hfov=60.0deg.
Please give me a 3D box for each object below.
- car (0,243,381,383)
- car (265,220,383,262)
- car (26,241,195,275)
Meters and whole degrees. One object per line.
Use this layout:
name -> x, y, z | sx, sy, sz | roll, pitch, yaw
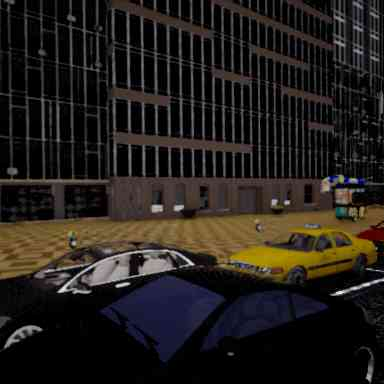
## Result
car -> 0.114, 1.570, 3.459 | 4.181, 1.385, 1.994 | 0, 0, -36
car -> 3.010, 1.545, 8.718 | 4.829, 1.417, 1.752 | 0, -1, -35
car -> -1.432, 1.556, 5.550 | 4.403, 1.369, 2.008 | 0, -1, -35
